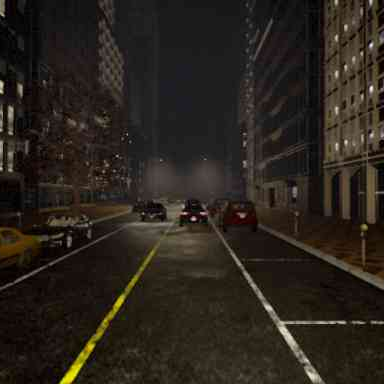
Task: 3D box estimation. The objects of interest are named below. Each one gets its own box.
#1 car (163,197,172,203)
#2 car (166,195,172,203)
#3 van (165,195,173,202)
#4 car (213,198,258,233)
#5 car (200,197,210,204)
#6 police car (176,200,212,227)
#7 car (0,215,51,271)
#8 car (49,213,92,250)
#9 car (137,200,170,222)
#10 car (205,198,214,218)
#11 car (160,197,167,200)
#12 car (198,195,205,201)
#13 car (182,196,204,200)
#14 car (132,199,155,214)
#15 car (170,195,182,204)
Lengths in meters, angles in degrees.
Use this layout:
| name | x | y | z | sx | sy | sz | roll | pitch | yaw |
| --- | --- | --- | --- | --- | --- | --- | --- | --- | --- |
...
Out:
| name | x | y | z | sx | sy | sz | roll | pitch | yaw |
| --- | --- | --- | --- | --- | --- | --- | --- | --- | --- |
| car | -5.637 | 1.843 | 77.173 | 1.887 | 1.381 | 4.507 | 0 | 0 | 0 |
| car | -5.644 | 1.811 | 65.788 | 2.008 | 1.369 | 4.403 | 0 | 0 | 0 |
| van | -5.632 | 1.658 | 82.866 | 1.690 | 1.788 | 3.998 | 0 | 0 | 0 |
| car | 2.707 | 1.403 | 20.234 | 2.192 | 1.841 | 5.009 | 0 | 0 | 0 |
| car | 2.740 | 1.845 | 71.462 | 1.947 | 1.339 | 4.313 | 0 | 0 | 0 |
| police car | 0.115 | 1.610 | 24.106 | 2.038 | 1.542 | 4.974 | 0 | 0 | 0 |
| car | -5.683 | 1.565 | 8.695 | 1.752 | 1.417 | 4.829 | 0 | 0 | 0 |
| car | -5.679 | 1.615 | 14.558 | 2.008 | 1.369 | 4.403 | 0 | 0 | 0 |
| car | -3.082 | 1.645 | 27.706 | 1.812 | 1.442 | 4.674 | 0 | 0 | 0 |
| car | 2.715 | 1.450 | 31.619 | 2.192 | 1.841 | 5.009 | 0 | 0 | 0 |
| car | -5.652 | 1.802 | 54.402 | 1.802 | 1.307 | 4.206 | 0 | 0 | 0 |
| car | 2.756 | 1.792 | 94.229 | 1.967 | 1.590 | 4.097 | 0 | 0 | 0 |
| car | 0.128 | 1.524 | 41.415 | 2.097 | 1.767 | 4.553 | 0 | 0 | 0 |
| car | -5.663 | 1.708 | 37.327 | 2.008 | 1.369 | 4.403 | 0 | 0 | 0 |
| car | -2.955 | 1.620 | 68.966 | 2.097 | 1.767 | 4.553 | 0 | 0 | 0 |
